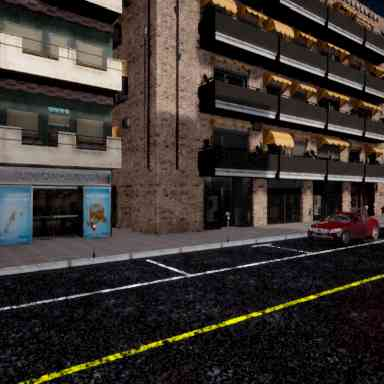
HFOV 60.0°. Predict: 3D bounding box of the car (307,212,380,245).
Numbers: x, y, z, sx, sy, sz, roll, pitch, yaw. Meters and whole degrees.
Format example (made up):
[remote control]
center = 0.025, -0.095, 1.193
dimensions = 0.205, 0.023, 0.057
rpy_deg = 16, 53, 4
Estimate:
[car]
center = 7.172, 1.583, 15.538
dimensions = 4.206, 1.307, 1.802
rpy_deg = 0, 0, -35
